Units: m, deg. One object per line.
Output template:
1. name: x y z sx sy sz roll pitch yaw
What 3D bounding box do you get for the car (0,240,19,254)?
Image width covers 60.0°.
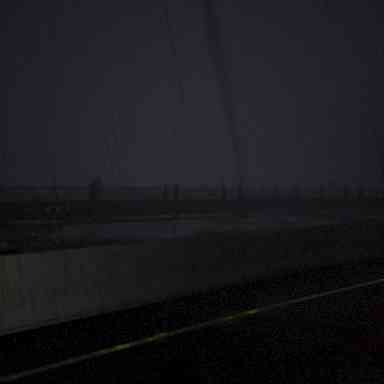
1. car: -6.533 1.558 7.296 4.718 1.301 1.895 0 0 -35
